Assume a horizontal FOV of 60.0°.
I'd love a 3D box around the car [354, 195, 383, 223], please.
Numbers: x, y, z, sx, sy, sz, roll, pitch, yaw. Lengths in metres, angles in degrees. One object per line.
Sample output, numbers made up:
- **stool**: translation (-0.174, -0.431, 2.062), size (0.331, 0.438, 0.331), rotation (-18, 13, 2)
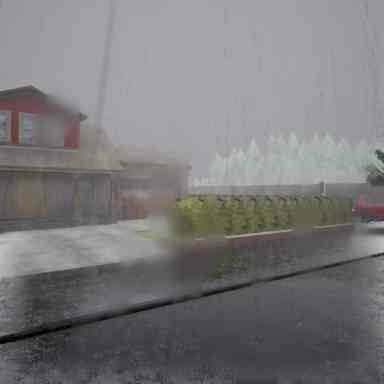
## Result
- **car**: translation (14.282, 1.223, 23.259), size (2.150, 2.045, 5.566), rotation (0, 0, -31)
